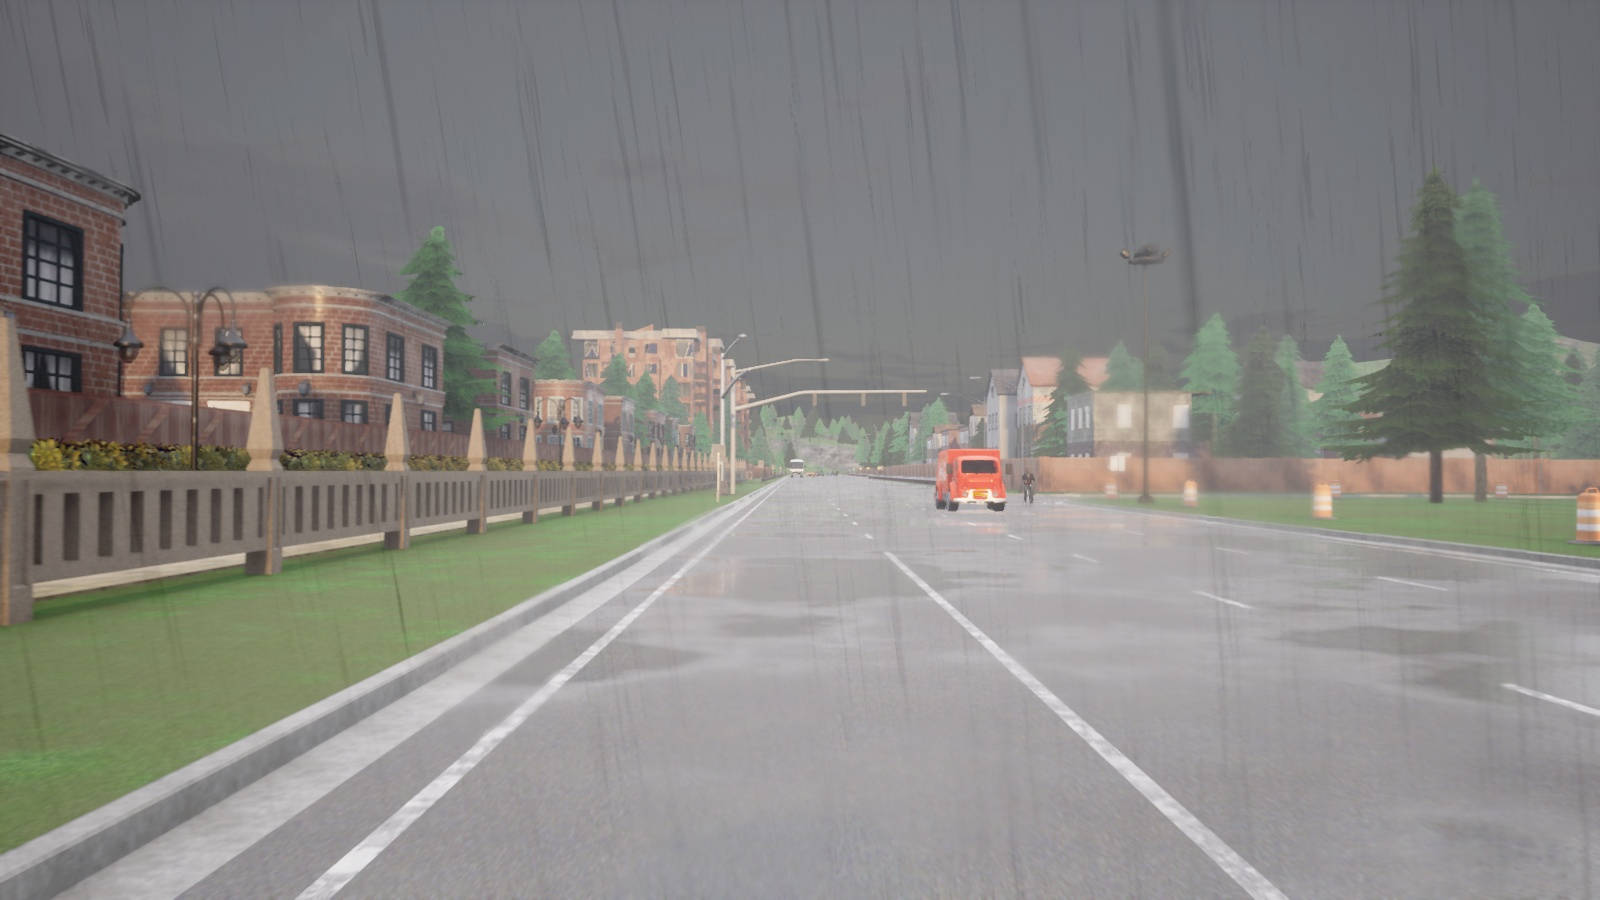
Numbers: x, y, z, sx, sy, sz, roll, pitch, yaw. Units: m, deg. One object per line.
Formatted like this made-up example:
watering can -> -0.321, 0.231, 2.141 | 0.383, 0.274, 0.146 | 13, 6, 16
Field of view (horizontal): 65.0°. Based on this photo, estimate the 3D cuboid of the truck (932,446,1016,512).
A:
truck -> 6.878, 1.143, 50.354 | 2.627, 2.467, 5.204 | 0, -1, 0
